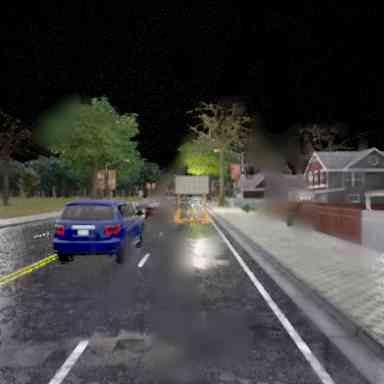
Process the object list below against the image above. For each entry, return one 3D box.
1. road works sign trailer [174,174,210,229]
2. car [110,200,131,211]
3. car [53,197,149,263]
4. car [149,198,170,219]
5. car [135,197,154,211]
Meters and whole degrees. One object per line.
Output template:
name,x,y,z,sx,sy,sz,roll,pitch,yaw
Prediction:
road works sign trailer,0.007,0.581,22.625,2.380,3.560,2.880,0,0,0
car,-9.819,1.821,45.746,1.994,1.385,4.181,0,0,0
car,-3.147,1.283,12.317,2.150,2.045,5.566,0,0,0
car,-3.142,1.640,30.818,1.882,1.535,5.008,0,0,0
car,-6.570,1.616,46.545,2.097,1.767,4.553,0,-1,0
